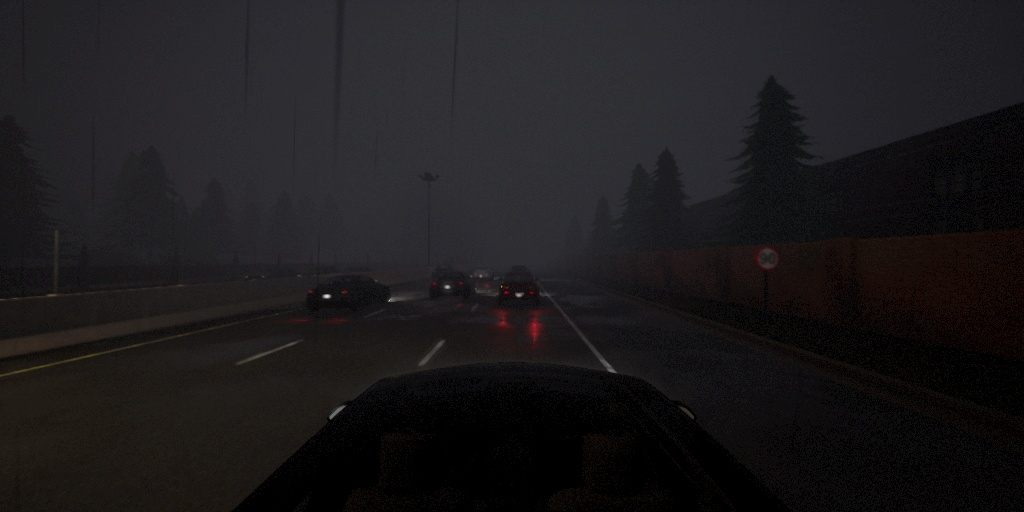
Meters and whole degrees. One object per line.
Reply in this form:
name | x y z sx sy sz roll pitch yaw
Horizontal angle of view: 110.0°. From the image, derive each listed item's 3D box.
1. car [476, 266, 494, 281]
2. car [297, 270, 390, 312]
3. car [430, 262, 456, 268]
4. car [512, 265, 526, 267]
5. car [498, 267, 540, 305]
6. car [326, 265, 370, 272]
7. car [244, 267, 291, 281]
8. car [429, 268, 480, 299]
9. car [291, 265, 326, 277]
car | -2.811 1.660 35.311 1.812 1.442 4.674 0 -1 1
car | -6.706 1.466 15.073 1.994 1.385 4.181 0 -1 1
car | -6.320 1.614 34.364 2.128 1.511 4.902 0 -1 1
car | 0.681 1.628 34.329 1.837 1.490 4.892 0 -1 1
car | 0.331 1.452 17.141 1.812 1.442 4.674 0 -1 1
car | -13.583 1.632 31.228 2.033 1.411 5.357 0 -1 1
car | -20.582 1.632 31.298 2.033 1.411 5.357 0 -1 1
car | -3.117 1.517 19.525 1.994 1.385 4.181 0 -1 1
car | -17.064 1.599 32.035 1.837 1.490 4.892 0 -1 1
